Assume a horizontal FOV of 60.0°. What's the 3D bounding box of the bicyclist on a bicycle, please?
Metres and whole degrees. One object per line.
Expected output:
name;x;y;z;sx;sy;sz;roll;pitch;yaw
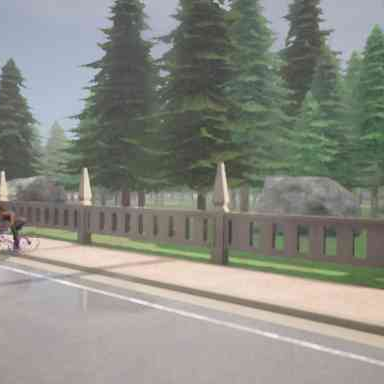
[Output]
bicyclist on a bicycle;-5.474;1.226;10.102;0.582;1.620;1.656;1;10;33
